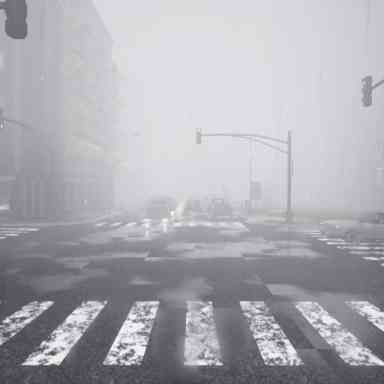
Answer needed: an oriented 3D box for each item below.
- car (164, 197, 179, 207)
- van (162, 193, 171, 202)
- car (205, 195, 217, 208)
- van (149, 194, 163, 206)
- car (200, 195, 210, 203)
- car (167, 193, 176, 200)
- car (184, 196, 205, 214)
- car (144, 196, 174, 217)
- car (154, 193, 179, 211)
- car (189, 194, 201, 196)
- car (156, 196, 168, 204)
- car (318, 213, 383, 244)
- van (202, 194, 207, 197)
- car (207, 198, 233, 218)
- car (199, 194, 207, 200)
[{"bbox_3d":[-3.053,1.513,50.497,1.994,1.385,4.181,0,0,0],"label":"car"},{"bbox_3d":[-5.666,1.242,75.126,1.690,1.788,3.998,-1,0,0],"label":"van"},{"bbox_3d":[2.663,1.410,35.632,1.967,1.590,4.097,-1,0,0],"label":"car"},{"bbox_3d":[-5.678,1.287,52.541,1.690,1.788,3.998,-1,0,0],"label":"van"},{"bbox_3d":[2.686,1.353,69.507,1.967,1.590,4.097,-1,0,0],"label":"car"},{"bbox_3d":[-5.658,1.173,92.065,2.192,1.841,5.009,-1,0,0],"label":"car"},{"bbox_3d":[0.085,1.517,35.657,2.033,1.411,5.357,0,0,0],"label":"car"},{"bbox_3d":[-3.079,1.453,31.217,1.882,1.535,5.008,0,0,0],"label":"car"},{"bbox_3d":[-3.070,1.315,40.532,2.097,1.767,4.553,0,0,0],"label":"car"},{"bbox_3d":[0.135,1.278,62.870,2.097,1.767,4.553,0,0,0],"label":"car"},{"bbox_3d":[-5.669,1.470,63.833,1.887,1.381,4.507,-1,0,0],"label":"car"},{"bbox_3d":[8.412,1.616,15.367,4.718,1.301,1.895,0,1,-4],"label":"car"},{"bbox_3d":[2.667,1.295,46.924,1.690,1.788,3.998,-1,0,0],"label":"van"},{"bbox_3d":[2.662,1.522,29.987,1.887,1.381,4.507,-1,0,0],"label":"car"},{"bbox_3d":[2.725,1.313,86.445,1.967,1.590,4.097,-1,0,0],"label":"car"}]
